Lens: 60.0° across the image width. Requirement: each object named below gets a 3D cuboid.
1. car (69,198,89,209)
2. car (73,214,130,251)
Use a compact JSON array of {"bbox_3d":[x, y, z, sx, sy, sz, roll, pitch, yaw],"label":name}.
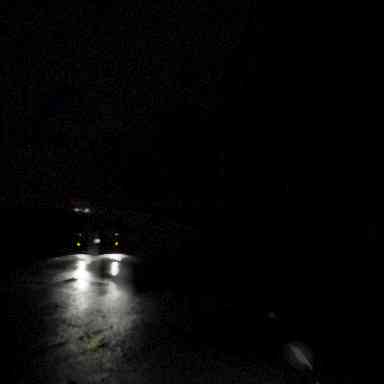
[{"bbox_3d":[-18.302,1.774,53.903,2.097,1.767,4.553,1,-1,-34],"label":"car"},{"bbox_3d":[-3.850,1.694,14.722,1.994,1.385,4.181,0,0,-7],"label":"car"}]
